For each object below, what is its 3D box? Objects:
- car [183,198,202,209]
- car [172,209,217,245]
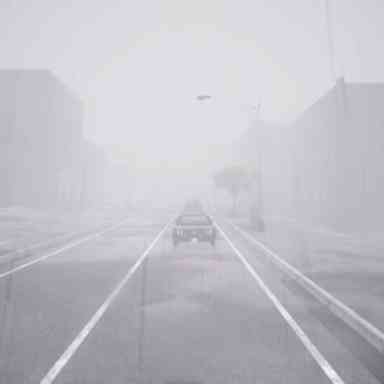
[{"bbox_3d":[0.077,1.477,37.230,2.097,1.767,4.553,0,0,0],"label":"car"},{"bbox_3d":[0.096,1.696,15.912,1.895,1.301,4.718,0,0,0],"label":"car"}]
